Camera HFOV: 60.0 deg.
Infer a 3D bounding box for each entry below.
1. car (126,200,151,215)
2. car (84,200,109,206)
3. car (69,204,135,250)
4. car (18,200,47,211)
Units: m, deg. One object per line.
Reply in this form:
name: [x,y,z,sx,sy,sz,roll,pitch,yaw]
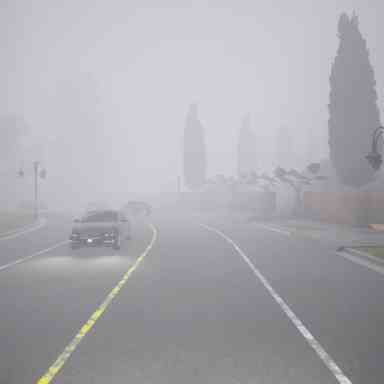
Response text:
car: [-5.716,1.570,33.778,1.837,1.490,4.892,0,0,-29]
car: [-12.038,1.714,42.094,4.181,1.385,1.994,-1,-1,44]
car: [-3.819,1.506,14.443,1.837,1.490,4.892,0,0,-3]
car: [-21.470,1.787,44.761,4.181,1.385,1.994,-1,-1,30]
